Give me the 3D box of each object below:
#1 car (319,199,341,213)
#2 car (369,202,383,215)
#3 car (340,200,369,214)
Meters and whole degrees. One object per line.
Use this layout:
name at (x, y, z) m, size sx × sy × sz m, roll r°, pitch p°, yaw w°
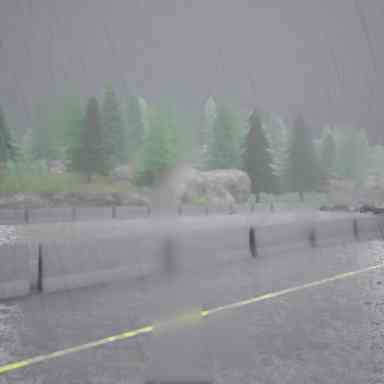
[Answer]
car at (18.725, 1.761, 43.702) m, size 4.553 × 1.767 × 2.097 m, roll 1°, pitch -1°, yaw -36°
car at (22.709, 1.852, 37.947) m, size 5.008 × 1.535 × 1.882 m, roll 1°, pitch -1°, yaw -36°
car at (20.950, 1.889, 40.996) m, size 4.902 × 1.511 × 2.128 m, roll 1°, pitch -1°, yaw -36°
